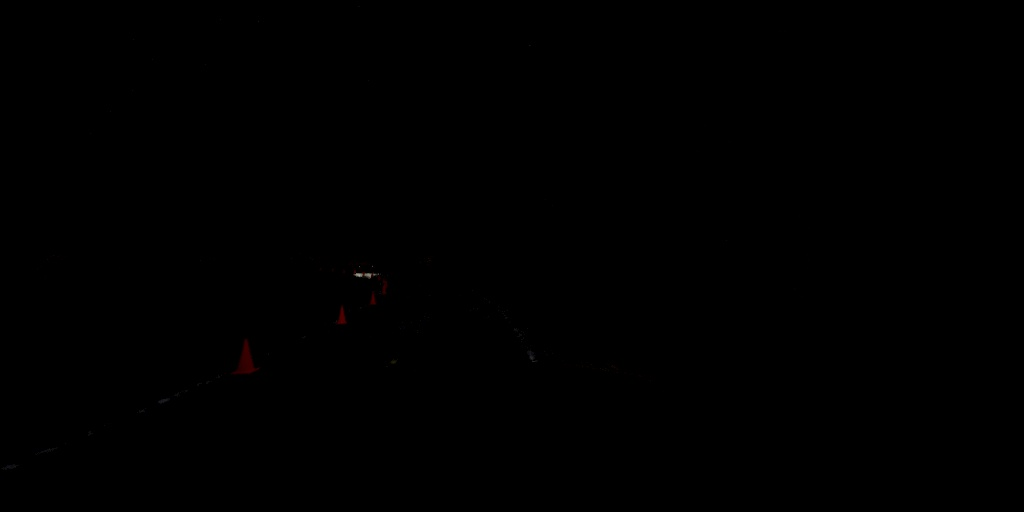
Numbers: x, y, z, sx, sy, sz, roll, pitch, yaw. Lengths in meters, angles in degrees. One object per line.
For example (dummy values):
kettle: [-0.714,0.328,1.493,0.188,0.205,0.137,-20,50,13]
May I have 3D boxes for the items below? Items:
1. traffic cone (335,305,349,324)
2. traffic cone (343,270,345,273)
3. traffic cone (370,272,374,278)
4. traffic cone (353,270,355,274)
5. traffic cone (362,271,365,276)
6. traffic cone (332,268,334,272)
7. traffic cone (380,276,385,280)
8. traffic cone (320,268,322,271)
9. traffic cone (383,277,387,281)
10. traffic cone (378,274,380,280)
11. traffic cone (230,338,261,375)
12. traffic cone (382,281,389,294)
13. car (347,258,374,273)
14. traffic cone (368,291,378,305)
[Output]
traffic cone: [-5.306,1.814,11.193,0.340,0.580,0.340,0,0,-9]
traffic cone: [-23.513,2.052,50.132,0.340,0.580,0.340,0,0,-42]
traffic cone: [-14.976,2.021,38.403,0.340,0.580,0.340,0,0,-31]
traffic cone: [-20.419,2.045,46.407,0.340,0.580,0.340,0,0,-38]
traffic cone: [-17.570,2.036,42.492,0.340,0.580,0.340,0,0,-34]
traffic cone: [-26.838,2.055,53.652,0.340,0.580,0.340,0,0,45]
traffic cone: [-10.599,1.972,29.771,0.340,0.580,0.340,0,0,-23]
traffic cone: [-30.381,2.056,56.952,0.340,0.580,0.340,0,0,41]
traffic cone: [-8.832,1.939,25.263,0.340,0.580,0.340,0,0,-20]
traffic cone: [-12.650,1.999,34.157,0.340,0.580,0.340,0,0,-27]
traffic cone: [-4.738,1.765,6.385,0.340,0.580,0.340,0,0,-5]
traffic cone: [-7.358,1.901,20.651,0.340,0.580,0.340,0,0,-16]
car: [-21.624,1.349,51.013,2.150,2.045,5.566,1,-1,-41]
traffic cone: [-6.181,1.859,15.955,0.340,0.580,0.340,0,0,-12]
